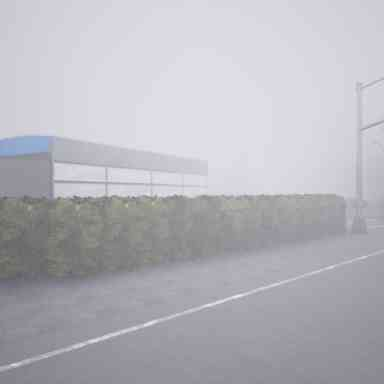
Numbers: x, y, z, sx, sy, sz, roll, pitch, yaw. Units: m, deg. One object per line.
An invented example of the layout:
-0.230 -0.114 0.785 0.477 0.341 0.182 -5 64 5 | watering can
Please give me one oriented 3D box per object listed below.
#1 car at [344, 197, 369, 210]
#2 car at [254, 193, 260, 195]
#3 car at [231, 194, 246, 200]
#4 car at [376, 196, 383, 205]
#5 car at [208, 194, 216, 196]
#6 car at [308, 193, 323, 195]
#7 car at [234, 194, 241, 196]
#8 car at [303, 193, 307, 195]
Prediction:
19.277 1.339 39.577 4.514 1.523 2.007 0 0 -41 | car
16.631 1.154 82.385 5.027 1.636 2.152 0 0 -41 | car
12.221 1.232 87.059 3.806 1.475 1.970 0 0 -41 | car
31.502 1.384 53.928 3.806 1.475 1.970 0 0 -41 | car
4.481 1.298 85.273 4.514 1.523 2.007 0 0 -41 | car
27.130 1.097 70.705 4.605 1.855 1.932 0 0 -41 | car
8.906 1.298 63.555 4.514 1.523 2.007 0 0 -41 | car
24.932 1.077 72.649 3.866 1.878 1.905 0 0 -41 | car
